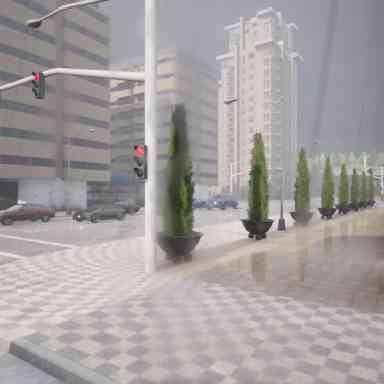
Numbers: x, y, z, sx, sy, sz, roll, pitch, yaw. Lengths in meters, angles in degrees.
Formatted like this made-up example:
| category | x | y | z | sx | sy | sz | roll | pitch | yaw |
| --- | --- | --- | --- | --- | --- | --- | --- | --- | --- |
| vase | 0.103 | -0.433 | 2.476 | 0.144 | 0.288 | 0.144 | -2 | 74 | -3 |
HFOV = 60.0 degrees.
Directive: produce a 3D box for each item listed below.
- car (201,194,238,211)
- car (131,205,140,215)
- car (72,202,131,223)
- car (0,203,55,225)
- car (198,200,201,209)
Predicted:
| category | x | y | z | sx | sy | sz | roll | pitch | yaw |
| --- | --- | --- | --- | --- | --- | --- | --- | --- | --- |
| car | 3.909 | 1.279 | 42.275 | 2.150 | 2.045 | 5.566 | 0 | 0 | 35 |
| car | -7.336 | 1.656 | 32.136 | 1.895 | 1.301 | 4.718 | 0 | 0 | 35 |
| car | -7.206 | 1.619 | 26.147 | 1.994 | 1.385 | 4.181 | 0 | 0 | 35 |
| car | -12.475 | 1.581 | 24.627 | 1.812 | 1.442 | 4.674 | 0 | 0 | 34 |
| car | 0.294 | 1.533 | 43.208 | 1.882 | 1.535 | 5.008 | 0 | 0 | 35 |
